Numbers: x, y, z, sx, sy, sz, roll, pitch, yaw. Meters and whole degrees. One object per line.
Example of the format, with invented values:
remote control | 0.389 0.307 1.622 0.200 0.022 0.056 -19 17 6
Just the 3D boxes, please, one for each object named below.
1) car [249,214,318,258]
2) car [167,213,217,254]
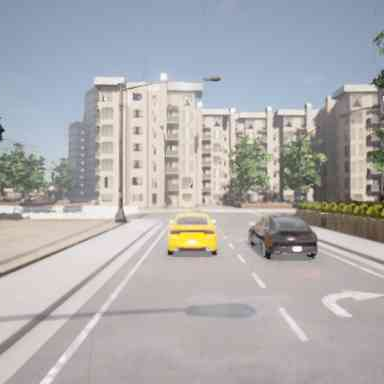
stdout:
car | 3.519 1.654 13.490 1.837 1.490 4.892 0 0 0
car | 0.025 1.632 14.242 1.882 1.535 5.008 0 0 0
